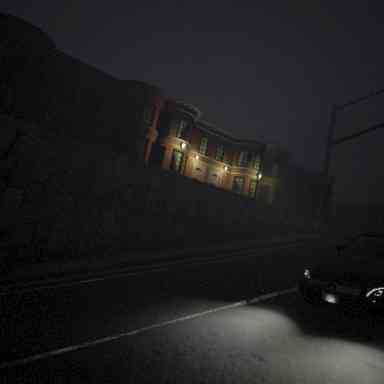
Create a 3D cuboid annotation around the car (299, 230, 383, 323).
[{"bbox_3d":[4.264,1.577,7.034,4.674,1.442,1.812,1,0,-36],"label":"car"}]
